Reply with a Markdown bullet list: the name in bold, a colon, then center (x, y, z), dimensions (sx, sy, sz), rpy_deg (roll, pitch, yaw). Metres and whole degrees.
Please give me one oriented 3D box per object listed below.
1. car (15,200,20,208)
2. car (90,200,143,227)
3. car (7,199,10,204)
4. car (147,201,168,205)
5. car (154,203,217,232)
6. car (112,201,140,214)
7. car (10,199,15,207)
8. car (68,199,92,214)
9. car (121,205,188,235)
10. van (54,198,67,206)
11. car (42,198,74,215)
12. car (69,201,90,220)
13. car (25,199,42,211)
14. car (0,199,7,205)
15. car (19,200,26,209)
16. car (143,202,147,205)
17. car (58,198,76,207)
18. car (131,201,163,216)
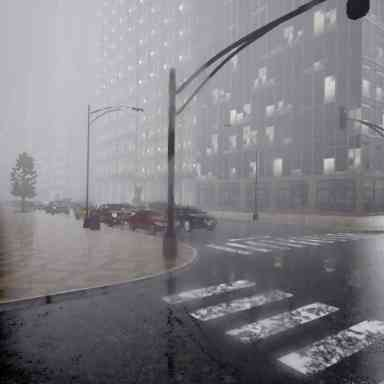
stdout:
- **car**: center (-28.389, 2.063, 56.585), dimensions (1.887, 1.381, 4.507), rpy_deg (1, -1, -35)
- **car**: center (-5.557, 1.575, 24.006), dimensions (1.967, 1.590, 4.097), rpy_deg (1, -1, -35)
- **car**: center (-34.912, 2.210, 65.893), dimensions (1.802, 1.307, 4.206), rpy_deg (1, -1, -35)
- **car**: center (-2.998, 1.627, 30.463), dimensions (2.097, 1.767, 4.553), rpy_deg (1, -1, -35)
- **car**: center (-0.349, 1.635, 21.099), dimensions (1.837, 1.490, 4.892), rpy_deg (1, -1, -33)
- **car**: center (-8.577, 1.975, 42.914), dimensions (1.752, 1.417, 4.829), rpy_deg (1, -1, -35)
- **car**: center (-31.651, 2.124, 61.238), dimensions (2.008, 1.369, 4.403), rpy_deg (1, -1, -35)
- **car**: center (-12.040, 1.818, 37.805), dimensions (2.128, 1.511, 4.902), rpy_deg (1, -1, -35)
- **car**: center (-2.296, 1.663, 19.350), dimensions (1.802, 1.307, 4.206), rpy_deg (1, -1, -35)
- **van**: center (-28.049, 2.118, 70.703), dimensions (1.690, 1.788, 3.998), rpy_deg (1, -1, -35)
- **car**: center (-15.342, 1.740, 37.969), dimensions (1.967, 1.590, 4.097), rpy_deg (1, -1, -35)
- **car**: center (-8.721, 1.714, 28.520), dimensions (1.752, 1.417, 4.829), rpy_deg (1, -1, -35)
- **car**: center (-21.865, 1.960, 47.276), dimensions (2.008, 1.369, 4.403), rpy_deg (1, -1, -35)
- **car**: center (-41.436, 2.288, 75.202), dimensions (2.008, 1.369, 4.403), rpy_deg (1, -1, -35)
- **car**: center (-25.127, 2.030, 51.930), dimensions (1.947, 1.339, 4.313), rpy_deg (1, -1, -35)
- **car**: center (-6.117, 1.731, 29.333), dimensions (1.837, 1.490, 4.892), rpy_deg (1, -1, -35)
- **car**: center (-24.787, 2.037, 66.049), dimensions (2.192, 1.841, 5.009), rpy_deg (1, -1, -35)
- **car**: center (-5.218, 1.834, 38.122), dimensions (1.967, 1.590, 4.097), rpy_deg (1, -1, -35)
